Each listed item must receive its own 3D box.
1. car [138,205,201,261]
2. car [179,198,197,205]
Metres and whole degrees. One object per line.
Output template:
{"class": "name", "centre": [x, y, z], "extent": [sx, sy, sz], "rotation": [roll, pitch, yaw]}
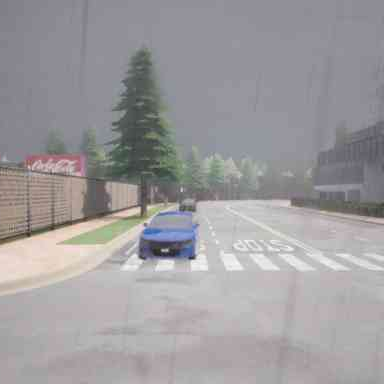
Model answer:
{"class": "car", "centre": [-0.706, 1.497, 12.583], "extent": [1.882, 1.535, 5.008], "rotation": [0, 0, 3]}
{"class": "car", "centre": [-0.439, 1.495, 38.696], "extent": [1.882, 1.535, 5.008], "rotation": [0, 0, 1]}
